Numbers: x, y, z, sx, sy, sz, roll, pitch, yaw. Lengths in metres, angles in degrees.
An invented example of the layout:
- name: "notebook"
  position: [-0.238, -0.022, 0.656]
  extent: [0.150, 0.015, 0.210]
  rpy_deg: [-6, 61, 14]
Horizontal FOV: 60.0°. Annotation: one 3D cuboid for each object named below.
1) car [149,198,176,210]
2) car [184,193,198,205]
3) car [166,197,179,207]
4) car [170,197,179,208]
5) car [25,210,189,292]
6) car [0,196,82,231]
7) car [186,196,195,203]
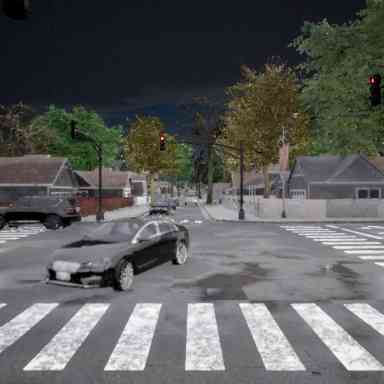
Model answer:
- name: "car"
  position: [-3.027, 1.567, 32.838]
  extent: [2.033, 1.411, 5.357]
  rpy_deg: [0, 0, 0]
- name: "car"
  position: [-0.175, 1.273, 59.127]
  extent: [2.150, 2.045, 5.566]
  rpy_deg: [0, 0, 0]
- name: "car"
  position: [-3.024, 1.568, 52.977]
  extent: [1.812, 1.442, 4.674]
  rpy_deg: [0, 0, 0]
- name: "car"
  position: [-3.006, 1.594, 42.727]
  extent: [1.994, 1.385, 4.181]
  rpy_deg: [0, 0, 0]
- name: "car"
  position: [-1.714, 1.493, 9.230]
  extent: [2.128, 1.511, 4.902]
  rpy_deg: [-1, 0, 24]
- name: "car"
  position: [-9.689, 1.267, 20.496]
  extent: [5.566, 2.045, 2.150]
  rpy_deg: [0, 0, 1]
- name: "car"
  position: [-0.302, 1.628, 73.507]
  extent: [1.994, 1.385, 4.181]
  rpy_deg: [0, 0, 0]
